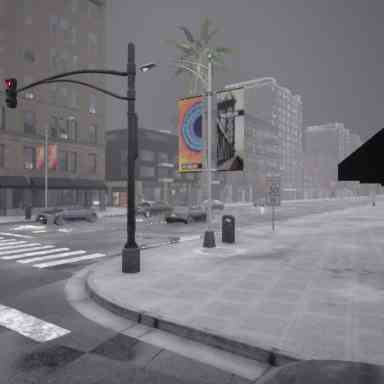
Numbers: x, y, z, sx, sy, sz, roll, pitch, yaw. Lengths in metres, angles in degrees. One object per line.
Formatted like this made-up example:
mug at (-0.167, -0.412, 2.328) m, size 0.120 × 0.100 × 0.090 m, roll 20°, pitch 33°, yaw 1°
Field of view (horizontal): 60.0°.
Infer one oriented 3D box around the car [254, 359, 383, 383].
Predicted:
car at (2.141, 1.551, 1.323) m, size 4.403 × 1.369 × 2.008 m, roll 0°, pitch 0°, yaw 35°

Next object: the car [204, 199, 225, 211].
car at (2.185, 1.577, 39.446) m, size 1.812 × 1.442 × 4.674 m, roll 0°, pitch 0°, yaw 35°

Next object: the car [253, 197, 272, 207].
car at (11.244, 1.630, 52.156) m, size 1.837 × 1.490 × 4.892 m, roll 0°, pitch 0°, yaw 35°

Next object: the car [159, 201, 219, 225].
car at (-0.120, 1.599, 24.569) m, size 1.994 × 1.385 × 4.181 m, roll 0°, pitch 0°, yaw 35°

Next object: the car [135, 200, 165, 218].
car at (-3.740, 1.536, 31.047) m, size 1.837 × 1.490 × 4.892 m, roll 0°, pitch 0°, yaw 35°

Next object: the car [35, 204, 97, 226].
car at (-8.873, 1.580, 23.763) m, size 1.994 × 1.385 × 4.181 m, roll 0°, pitch 0°, yaw 35°
